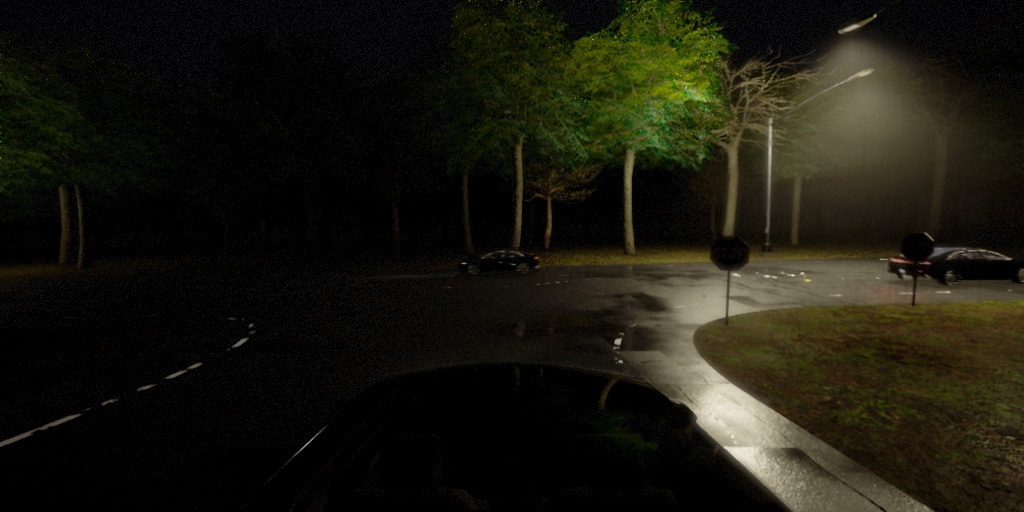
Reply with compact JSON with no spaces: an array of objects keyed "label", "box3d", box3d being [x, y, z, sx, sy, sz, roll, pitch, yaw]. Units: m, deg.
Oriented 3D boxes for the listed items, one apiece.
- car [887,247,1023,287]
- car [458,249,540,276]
[{"label":"car","box3d":[18.697,0.373,14.932,4.902,1.511,2.128,-2,5,0]},{"label":"car","box3d":[-0.780,0.341,21.843,4.902,1.511,2.128,-1,4,-1]}]
